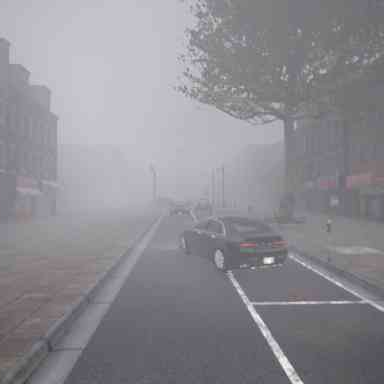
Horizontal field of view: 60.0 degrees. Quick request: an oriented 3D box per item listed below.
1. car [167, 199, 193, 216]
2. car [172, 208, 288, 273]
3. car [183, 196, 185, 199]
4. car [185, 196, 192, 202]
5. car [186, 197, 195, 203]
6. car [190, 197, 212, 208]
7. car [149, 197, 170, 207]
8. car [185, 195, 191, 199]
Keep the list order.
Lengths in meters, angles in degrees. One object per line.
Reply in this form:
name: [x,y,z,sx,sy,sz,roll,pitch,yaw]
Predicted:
car: [-1.192,1.645,32.625,1.895,1.301,4.718,0,0,-2]
car: [1.089,1.510,10.876,1.837,1.490,4.892,-1,1,-22]
car: [-0.738,1.943,86.021,1.947,1.339,4.313,1,-1,-2]
car: [-0.960,1.961,91.624,1.752,1.417,4.829,1,-1,-2]
car: [-0.311,1.800,75.324,1.752,1.417,4.829,1,-1,-2]
car: [1.194,1.499,37.564,1.967,1.590,4.097,2,0,-2]
car: [-4.708,1.585,50.664,1.837,1.490,4.892,5,-5,-40]
car: [0.126,1.753,64.290,1.947,1.339,4.313,1,0,-2]
